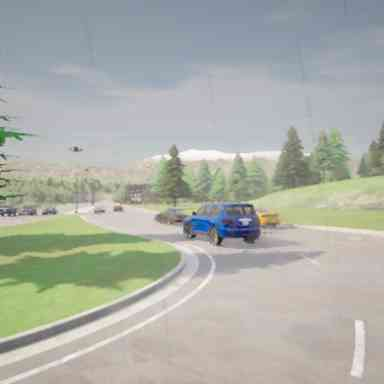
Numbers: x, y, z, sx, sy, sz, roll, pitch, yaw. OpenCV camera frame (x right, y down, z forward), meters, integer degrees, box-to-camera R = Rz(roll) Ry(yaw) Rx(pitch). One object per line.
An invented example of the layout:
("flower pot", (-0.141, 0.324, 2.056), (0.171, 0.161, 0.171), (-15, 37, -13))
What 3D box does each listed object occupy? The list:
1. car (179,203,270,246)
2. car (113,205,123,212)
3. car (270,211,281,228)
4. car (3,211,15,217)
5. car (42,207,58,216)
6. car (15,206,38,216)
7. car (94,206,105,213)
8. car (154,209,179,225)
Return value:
("car", (1.422, 1.589, 17.613), (2.150, 2.045, 5.566), (0, -2, -22))
("car", (-15.049, 3.316, 68.032), (1.812, 1.442, 4.674), (-1, -1, -14))
("car", (4.693, 1.965, 26.054), (1.882, 1.535, 5.008), (0, -1, -29))
("car", (-31.166, 3.068, 56.050), (2.150, 2.045, 5.566), (-1, -2, -14))
("car", (-24.223, 3.295, 57.037), (1.994, 1.385, 4.181), (-1, -1, -13))
("car", (-27.626, 3.129, 56.205), (2.097, 1.767, 4.553), (-1, -1, -13))
("car", (-17.189, 3.305, 62.199), (1.895, 1.301, 4.718), (-1, -1, -14))
("car", (-1.833, 2.268, 30.857), (2.033, 1.411, 5.357), (-1, -1, -27))
